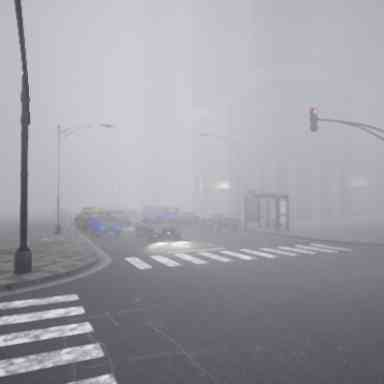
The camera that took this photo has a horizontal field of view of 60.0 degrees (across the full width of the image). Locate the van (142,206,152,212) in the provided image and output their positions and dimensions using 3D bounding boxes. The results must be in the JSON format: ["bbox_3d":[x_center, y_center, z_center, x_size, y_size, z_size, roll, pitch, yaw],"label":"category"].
[{"bbox_3d":[-5.026,2.635,41.360,1.690,1.788,3.998,1,-2,-24],"label":"van"}]

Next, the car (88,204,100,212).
[{"bbox_3d":[-25.954,4.181,87.950,2.192,1.841,5.009,1,-2,-24],"label":"car"}]

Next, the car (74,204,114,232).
[{"bbox_3d":[-8.152,2.190,27.515,2.192,1.841,5.009,1,-2,-24],"label":"car"}]

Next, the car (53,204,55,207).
[{"bbox_3d":[-33.659,4.310,84.294,1.752,1.417,4.829,1,-2,-24],"label":"car"}]

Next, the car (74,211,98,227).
[{"bbox_3d":[-10.477,2.628,32.684,1.802,1.307,4.206,1,-2,-24],"label":"car"}]

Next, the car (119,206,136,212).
[{"bbox_3d":[-9.676,3.224,51.705,1.802,1.307,4.206,1,-2,-24],"label":"car"}]

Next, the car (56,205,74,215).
[{"bbox_3d":[-24.428,3.641,63.743,2.008,1.369,4.403,1,-2,-24],"label":"car"}]

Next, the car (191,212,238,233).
[{"bbox_3d":[1.950,2.331,25.823,2.008,1.369,4.403,1,-2,-24],"label":"car"}]

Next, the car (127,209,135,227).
[{"bbox_3d":[-7.215,2.535,31.924,1.812,1.442,4.674,1,-1,-24],"label":"car"}]

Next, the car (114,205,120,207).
[{"bbox_3d":[-12.001,3.398,56.882,1.802,1.307,4.206,1,-2,-24],"label":"car"}]

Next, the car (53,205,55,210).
[{"bbox_3d":[-31.404,4.181,79.272,1.947,1.339,4.313,1,-2,-24],"label":"car"}]

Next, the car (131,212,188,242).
[{"bbox_3d":[-2.121,2.198,20.578,1.994,1.385,4.181,1,-2,-24],"label":"car"}]

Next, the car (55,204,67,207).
[{"bbox_3d":[-26.754,3.705,68.923,1.967,1.590,4.097,1,-2,-24],"label":"car"}]

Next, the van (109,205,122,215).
[{"bbox_3d":[-14.328,3.332,62.066,1.690,1.788,3.998,1,-2,-24],"label":"van"}]

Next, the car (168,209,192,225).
[{"bbox_3d":[-0.375,2.533,30.999,1.802,1.307,4.206,1,-2,-24],"label":"car"}]

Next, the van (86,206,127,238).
[{"bbox_3d":[-5.827,2.045,22.338,1.690,1.788,3.998,1,-2,-24],"label":"van"}]

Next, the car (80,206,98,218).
[{"bbox_3d":[-16.033,3.022,51.786,2.097,1.767,4.553,1,-2,-24],"label":"car"}]

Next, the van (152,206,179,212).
[{"bbox_3d":[-2.701,2.463,36.184,1.690,1.788,3.998,1,-2,-24],"label":"van"}]

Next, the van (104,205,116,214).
[{"bbox_3d":[-16.653,3.507,67.243,1.690,1.788,3.998,1,-2,-24],"label":"van"}]
